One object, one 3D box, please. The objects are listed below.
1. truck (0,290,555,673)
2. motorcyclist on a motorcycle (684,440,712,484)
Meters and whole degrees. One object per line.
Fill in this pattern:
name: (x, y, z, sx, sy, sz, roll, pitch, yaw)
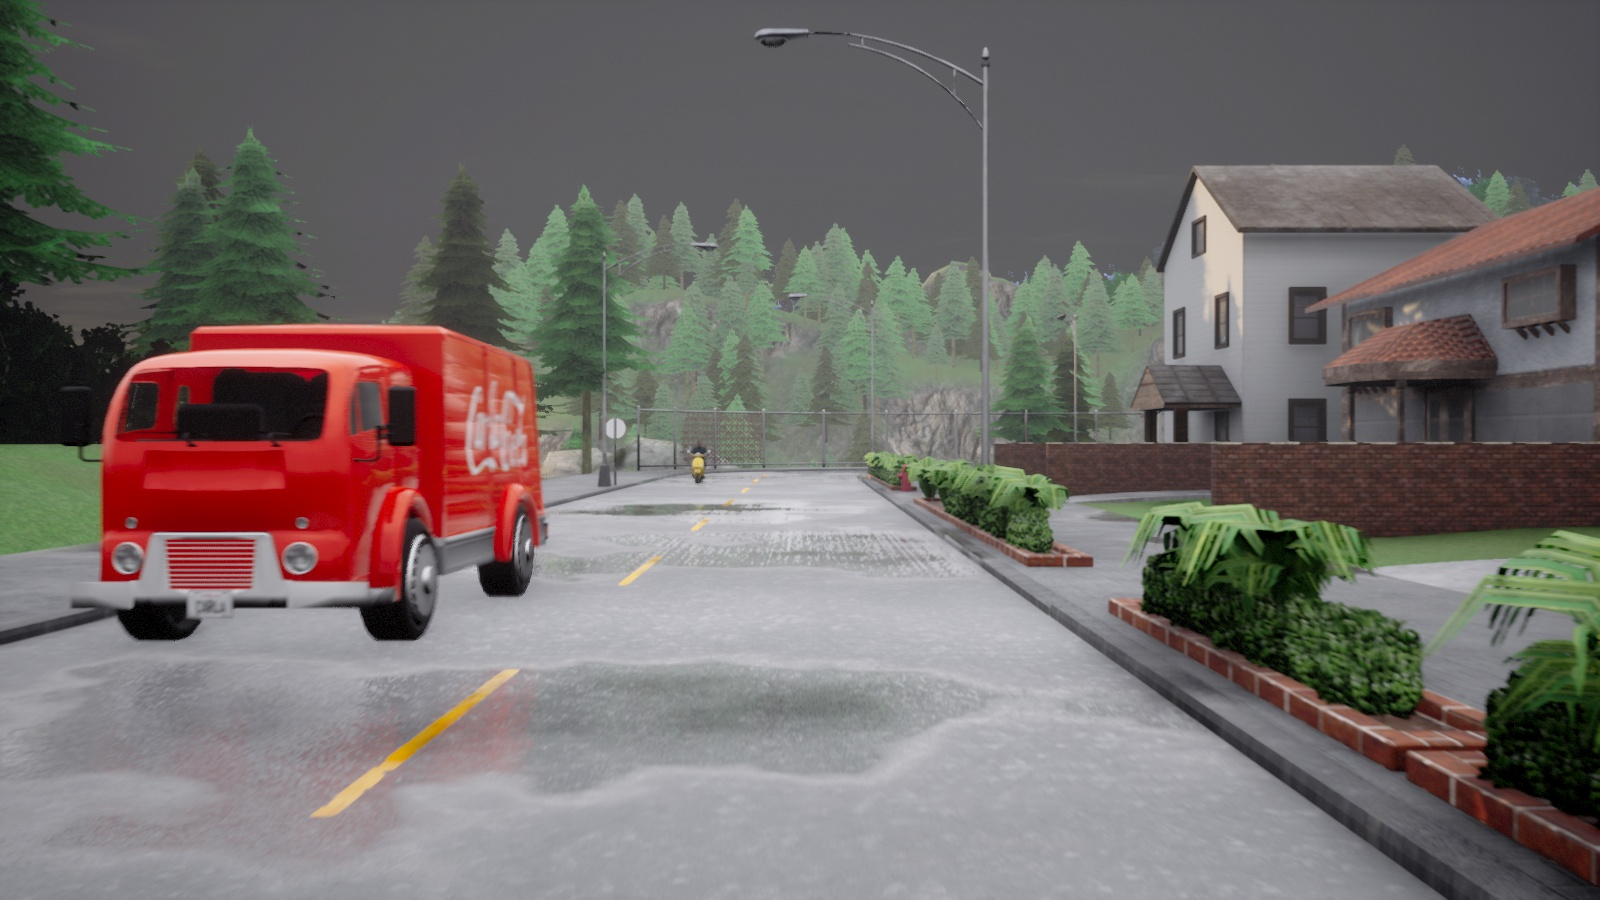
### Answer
truck: (-3.924, 0.201, 10.690, 2.627, 2.467, 5.204, 0, 0, 0)
motorcyclist on a motorcycle: (-3.716, 0.437, 46.043, 0.866, 1.590, 1.817, 0, 0, 1)
